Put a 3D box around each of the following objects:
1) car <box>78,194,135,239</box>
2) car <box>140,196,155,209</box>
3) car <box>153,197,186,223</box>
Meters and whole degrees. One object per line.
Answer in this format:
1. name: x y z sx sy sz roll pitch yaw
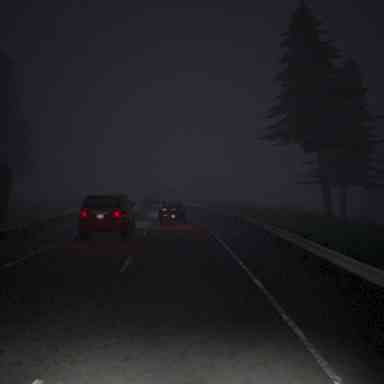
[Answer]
1. car: -4.175 1.118 16.889 2.150 2.045 5.566 0 0 -5
2. car: -5.188 1.225 40.713 1.882 1.535 5.008 0 0 -16
3. car: -1.537 1.343 23.929 2.128 1.511 4.902 0 1 -8
